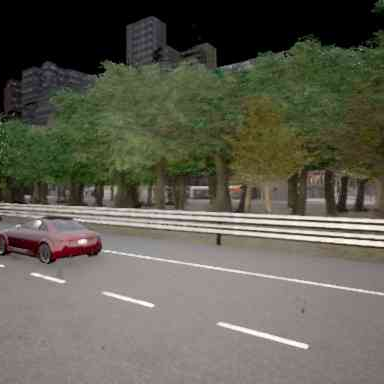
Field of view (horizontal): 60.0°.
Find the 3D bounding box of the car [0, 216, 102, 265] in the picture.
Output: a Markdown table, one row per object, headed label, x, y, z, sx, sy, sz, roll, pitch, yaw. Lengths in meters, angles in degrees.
| label | x | y | z | sx | sy | sz | roll | pitch | yaw |
| --- | --- | --- | --- | --- | --- | --- | --- | --- | --- |
| car | -5.142 | 1.567 | 11.835 | 4.181 | 1.385 | 1.994 | 0 | 0 | 36 |
